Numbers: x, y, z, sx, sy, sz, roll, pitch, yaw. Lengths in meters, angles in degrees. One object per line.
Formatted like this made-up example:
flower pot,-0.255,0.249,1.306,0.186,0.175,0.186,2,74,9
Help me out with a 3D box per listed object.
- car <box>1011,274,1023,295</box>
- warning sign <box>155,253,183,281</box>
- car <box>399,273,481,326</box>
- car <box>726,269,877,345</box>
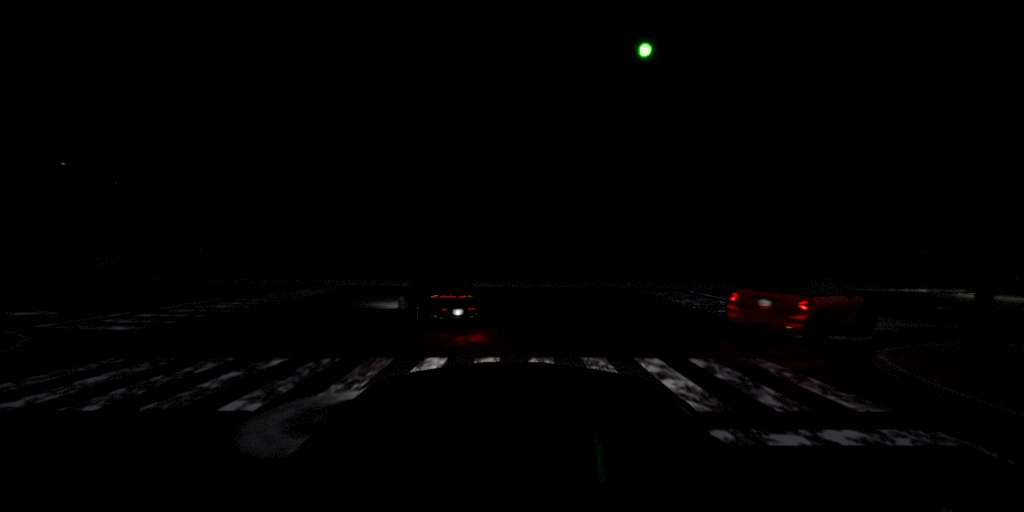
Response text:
car,32.275,1.337,20.349,5.566,2.045,2.150,0,0,2
warning sign,-23.459,0.728,24.537,1.060,1.860,1.300,0,0,1
car,-2.557,1.313,12.177,1.837,1.490,4.892,2,-1,-26
car,8.296,1.266,10.297,4.553,1.767,2.097,1,1,-31
